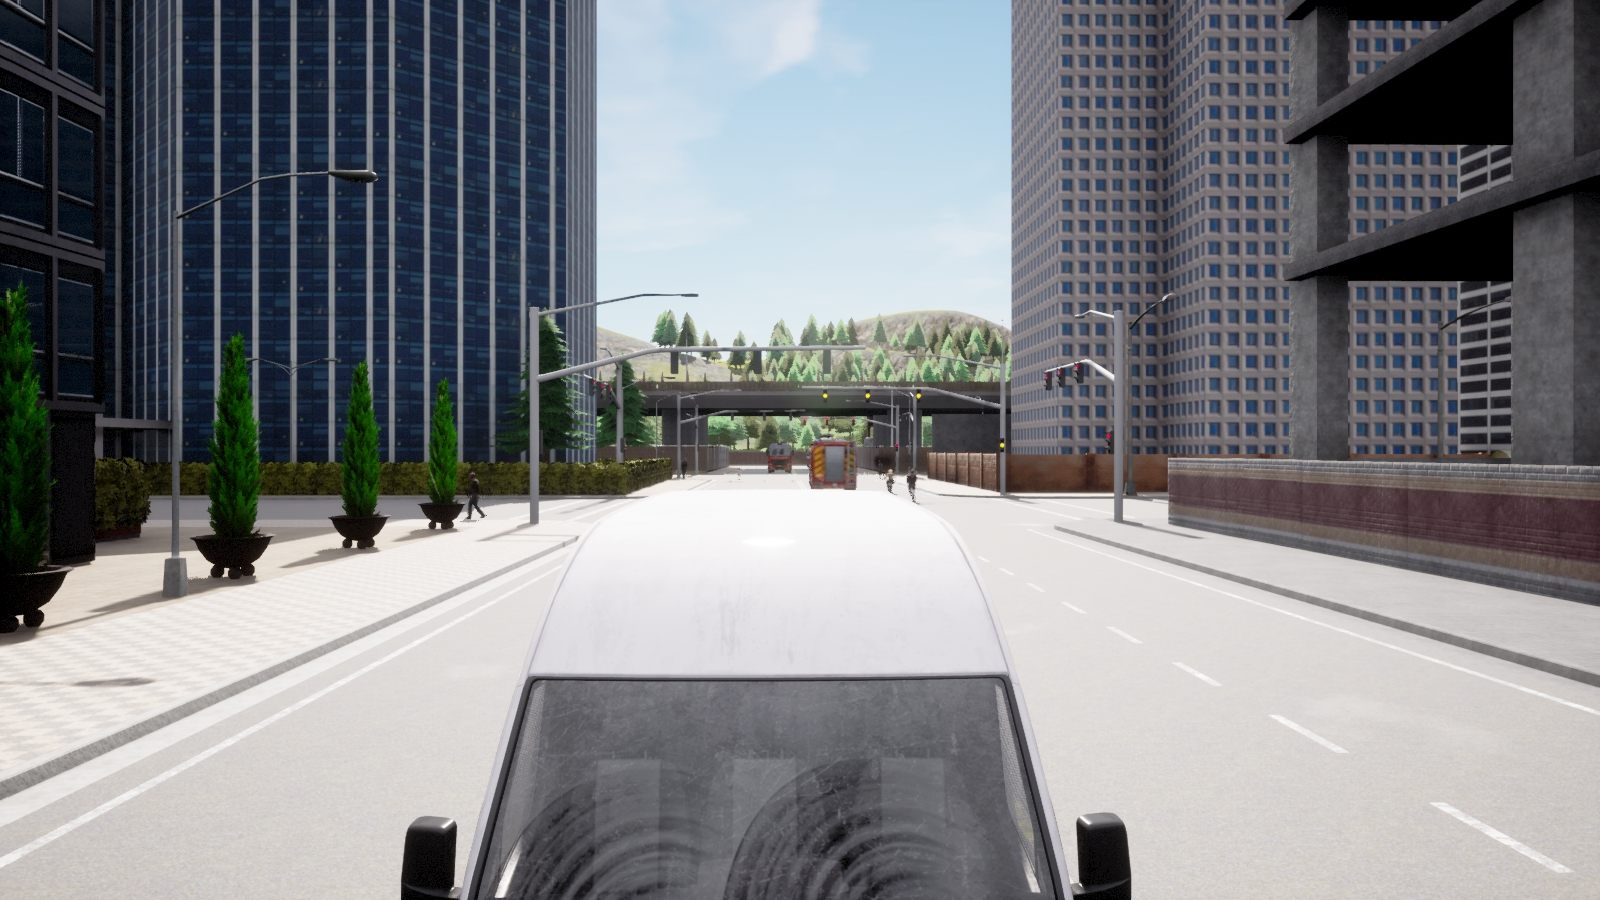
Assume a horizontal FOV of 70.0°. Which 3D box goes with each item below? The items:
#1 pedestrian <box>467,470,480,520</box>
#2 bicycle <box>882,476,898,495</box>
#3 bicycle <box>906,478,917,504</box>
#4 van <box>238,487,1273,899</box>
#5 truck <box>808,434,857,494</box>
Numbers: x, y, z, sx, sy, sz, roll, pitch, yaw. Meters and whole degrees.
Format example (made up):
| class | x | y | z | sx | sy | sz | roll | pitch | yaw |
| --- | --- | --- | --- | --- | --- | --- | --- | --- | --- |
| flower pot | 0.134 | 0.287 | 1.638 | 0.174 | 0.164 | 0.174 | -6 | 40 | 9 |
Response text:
| class | x | y | z | sx | sy | sz | roll | pitch | yaw |
| --- | --- | --- | --- | --- | --- | --- | --- | --- | --- |
| pedestrian | -12.298 | 1.696 | 43.037 | 0.375 | 1.860 | 0.375 | 0 | 0 | -27 |
| bicycle | 5.695 | 2.233 | 72.119 | 0.859 | 1.126 | 1.487 | 0 | 0 | -1 |
| bicycle | 5.896 | 2.160 | 60.447 | 0.329 | 1.271 | 1.835 | 0 | 0 | -1 |
| van | -0.128 | 1.535 | 5.152 | 1.988 | 2.561 | 5.915 | 0 | 0 | -1 |
| truck | 2.118 | 0.890 | 77.183 | 2.891 | 3.827 | 8.468 | 0 | 0 | -1 |
